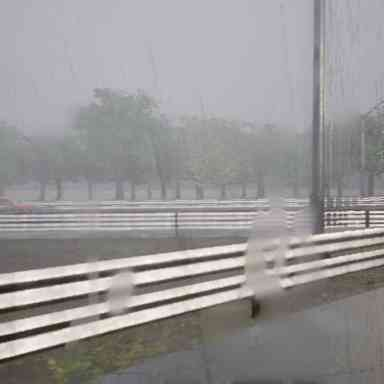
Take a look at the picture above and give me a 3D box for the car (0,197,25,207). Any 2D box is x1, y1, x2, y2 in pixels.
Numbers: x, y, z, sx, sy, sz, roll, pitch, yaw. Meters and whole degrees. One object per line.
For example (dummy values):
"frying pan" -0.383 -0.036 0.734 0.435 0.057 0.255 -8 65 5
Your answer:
"car" -17.251 1.535 27.265 5.566 2.045 2.150 -1 1 2

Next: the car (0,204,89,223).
"car" -10.246 1.805 23.652 5.357 1.411 2.033 -1 1 1

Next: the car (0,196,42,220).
"car" -17.170 1.491 30.763 5.566 2.045 2.150 -1 1 2
